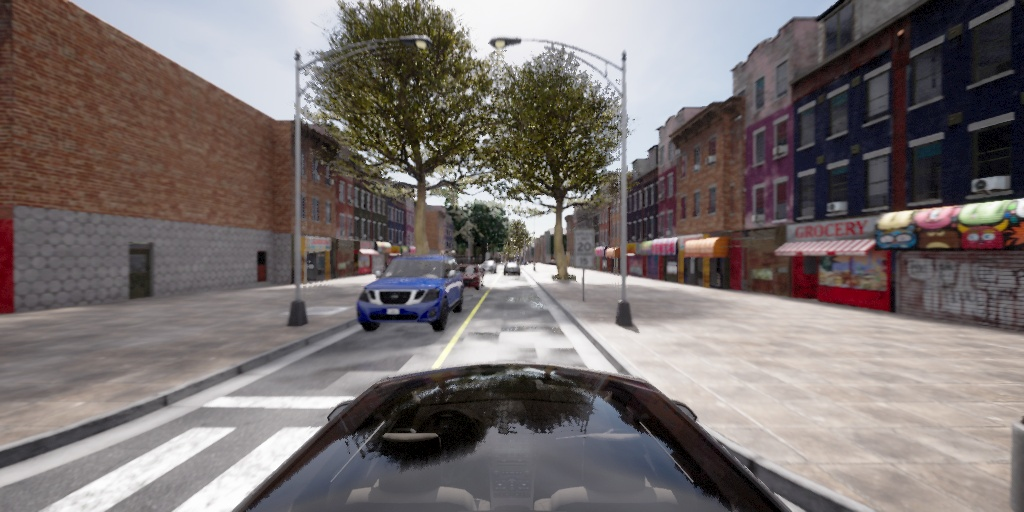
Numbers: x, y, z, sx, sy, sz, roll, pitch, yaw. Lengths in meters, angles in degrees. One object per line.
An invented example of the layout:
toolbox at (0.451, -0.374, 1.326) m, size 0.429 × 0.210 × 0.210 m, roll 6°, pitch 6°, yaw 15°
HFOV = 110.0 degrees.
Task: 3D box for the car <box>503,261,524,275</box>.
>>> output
car at (-0.010, 1.441, 40.478) m, size 1.994 × 1.385 × 4.181 m, roll 0°, pitch 0°, yaw 0°

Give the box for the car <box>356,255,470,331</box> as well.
car at (-2.858, 0.990, 11.397) m, size 2.150 × 2.045 × 5.566 m, roll 0°, pitch 0°, yaw 0°

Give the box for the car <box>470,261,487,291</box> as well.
car at (-2.852, 1.279, 22.855) m, size 1.882 × 1.535 × 5.008 m, roll 0°, pitch 1°, yaw 0°

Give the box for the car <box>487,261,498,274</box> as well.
car at (-2.772, 1.388, 43.899) m, size 2.128 × 1.511 × 4.902 m, roll 0°, pitch 0°, yaw 0°
